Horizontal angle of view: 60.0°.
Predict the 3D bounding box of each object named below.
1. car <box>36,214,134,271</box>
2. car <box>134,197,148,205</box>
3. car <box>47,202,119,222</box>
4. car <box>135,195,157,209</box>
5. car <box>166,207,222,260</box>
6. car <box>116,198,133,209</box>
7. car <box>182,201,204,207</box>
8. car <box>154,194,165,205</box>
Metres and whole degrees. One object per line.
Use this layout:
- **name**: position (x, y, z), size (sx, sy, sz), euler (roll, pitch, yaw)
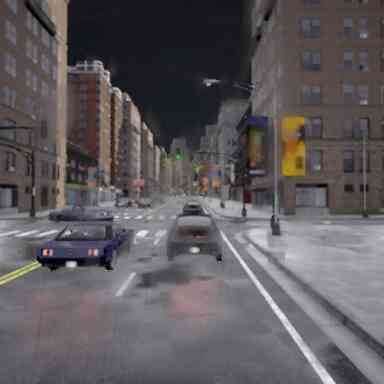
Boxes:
- **car**: position (-3.168, 1.629, 10.993), size (1.895, 1.301, 4.718), euler (0, 0, 0)
- **car**: position (-9.752, 1.731, 64.248), size (1.994, 1.385, 4.181), euler (0, 0, 1)
- **car**: position (-8.213, 1.607, 24.318), size (5.357, 1.411, 2.033), euler (0, 0, 30)
- **car**: position (-6.568, 1.620, 47.933), size (1.837, 1.490, 4.892), euler (0, 0, 0)
- **car**: position (0.089, 1.537, 12.590), size (1.837, 1.490, 4.892), euler (0, 0, 0)
- **car**: position (-9.817, 1.607, 47.966), size (2.128, 1.511, 4.902), euler (0, 0, 0)
- **car**: position (0.097, 1.590, 31.957), size (1.837, 1.490, 4.892), euler (0, 0, 0)
- **car**: position (-6.501, 1.387, 63.681), size (2.150, 2.045, 5.566), euler (0, 0, 1)
